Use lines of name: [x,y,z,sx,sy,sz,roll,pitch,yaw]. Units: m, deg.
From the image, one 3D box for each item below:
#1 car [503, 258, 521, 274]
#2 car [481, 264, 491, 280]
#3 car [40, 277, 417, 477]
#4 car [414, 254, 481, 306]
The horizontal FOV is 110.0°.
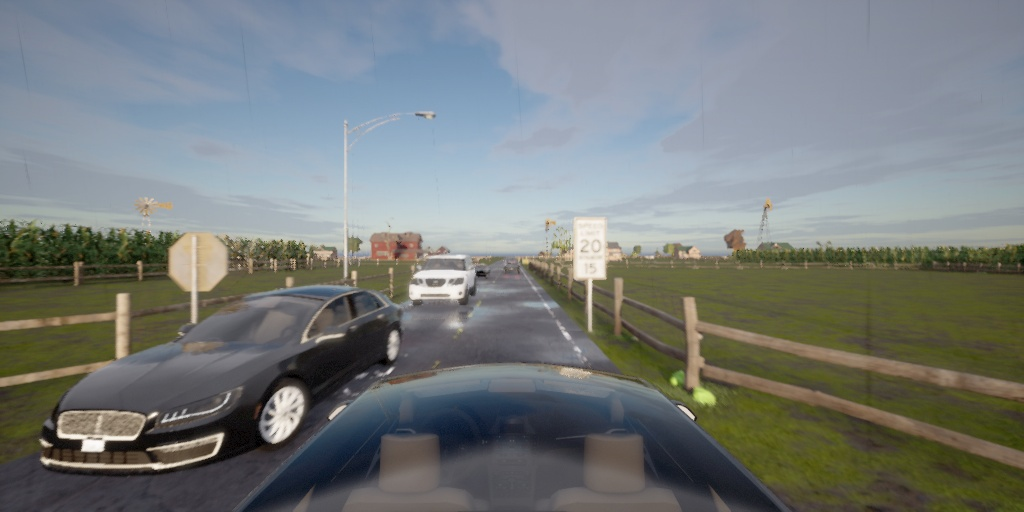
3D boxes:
car: [-0.001,1.180,40.462,2.128,1.511,4.902,0,0,0]
car: [-2.843,1.306,30.528,1.895,1.301,4.718,0,0,0]
car: [-3.155,1.250,5.265,1.837,1.490,4.892,0,0,4]
car: [-2.851,0.948,16.048,2.150,2.045,5.566,0,0,0]
